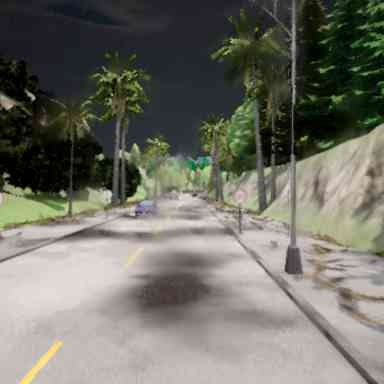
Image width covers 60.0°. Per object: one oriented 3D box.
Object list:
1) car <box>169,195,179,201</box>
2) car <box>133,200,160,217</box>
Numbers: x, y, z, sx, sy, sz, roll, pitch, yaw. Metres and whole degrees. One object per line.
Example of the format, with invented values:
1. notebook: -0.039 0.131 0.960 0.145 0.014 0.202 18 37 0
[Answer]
1. car: -4.012 1.256 74.751 1.994 1.385 4.181 0 0 0
2. car: -4.101 1.445 30.876 1.812 1.442 4.674 0 0 0
